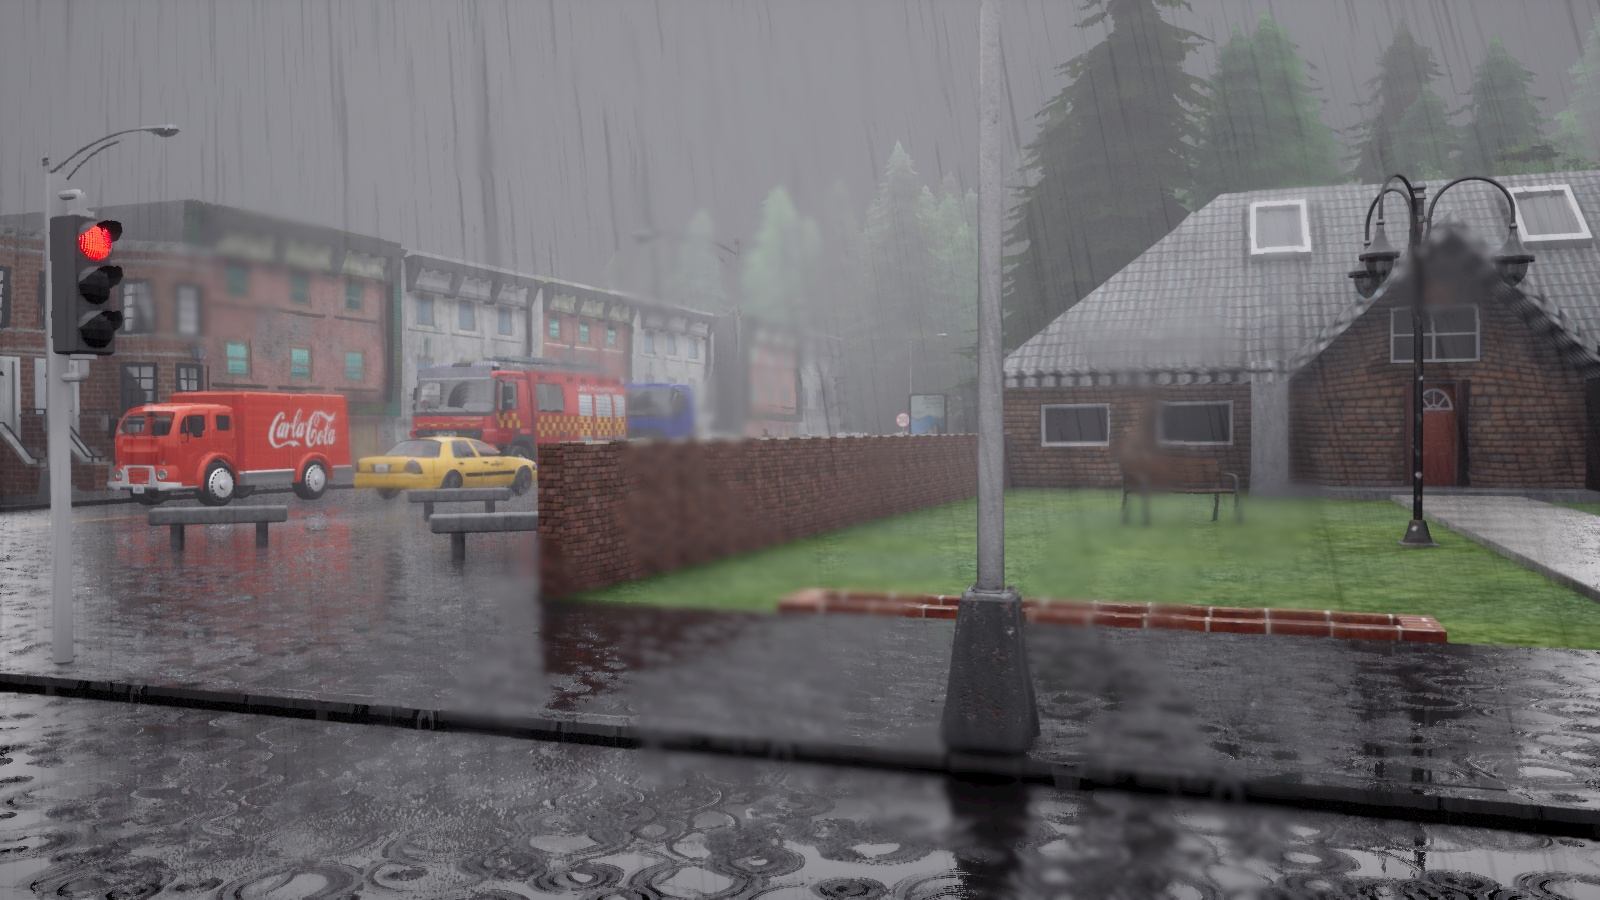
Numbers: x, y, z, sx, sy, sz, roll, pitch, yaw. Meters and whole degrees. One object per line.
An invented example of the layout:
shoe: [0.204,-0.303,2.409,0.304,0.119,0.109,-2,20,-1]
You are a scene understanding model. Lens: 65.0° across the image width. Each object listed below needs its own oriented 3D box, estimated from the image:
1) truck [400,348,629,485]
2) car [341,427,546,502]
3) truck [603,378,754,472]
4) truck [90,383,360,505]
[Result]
truck: [-8.667,-1.003,39.476,2.891,3.827,8.468,1,1,20]
car: [-8.126,0.267,29.248,1.801,1.575,5.366,1,1,20]
truck: [-4.694,-0.980,50.418,2.891,3.462,7.936,1,1,20]
truck: [-12.732,-0.161,28.262,2.627,2.467,5.204,1,1,20]
